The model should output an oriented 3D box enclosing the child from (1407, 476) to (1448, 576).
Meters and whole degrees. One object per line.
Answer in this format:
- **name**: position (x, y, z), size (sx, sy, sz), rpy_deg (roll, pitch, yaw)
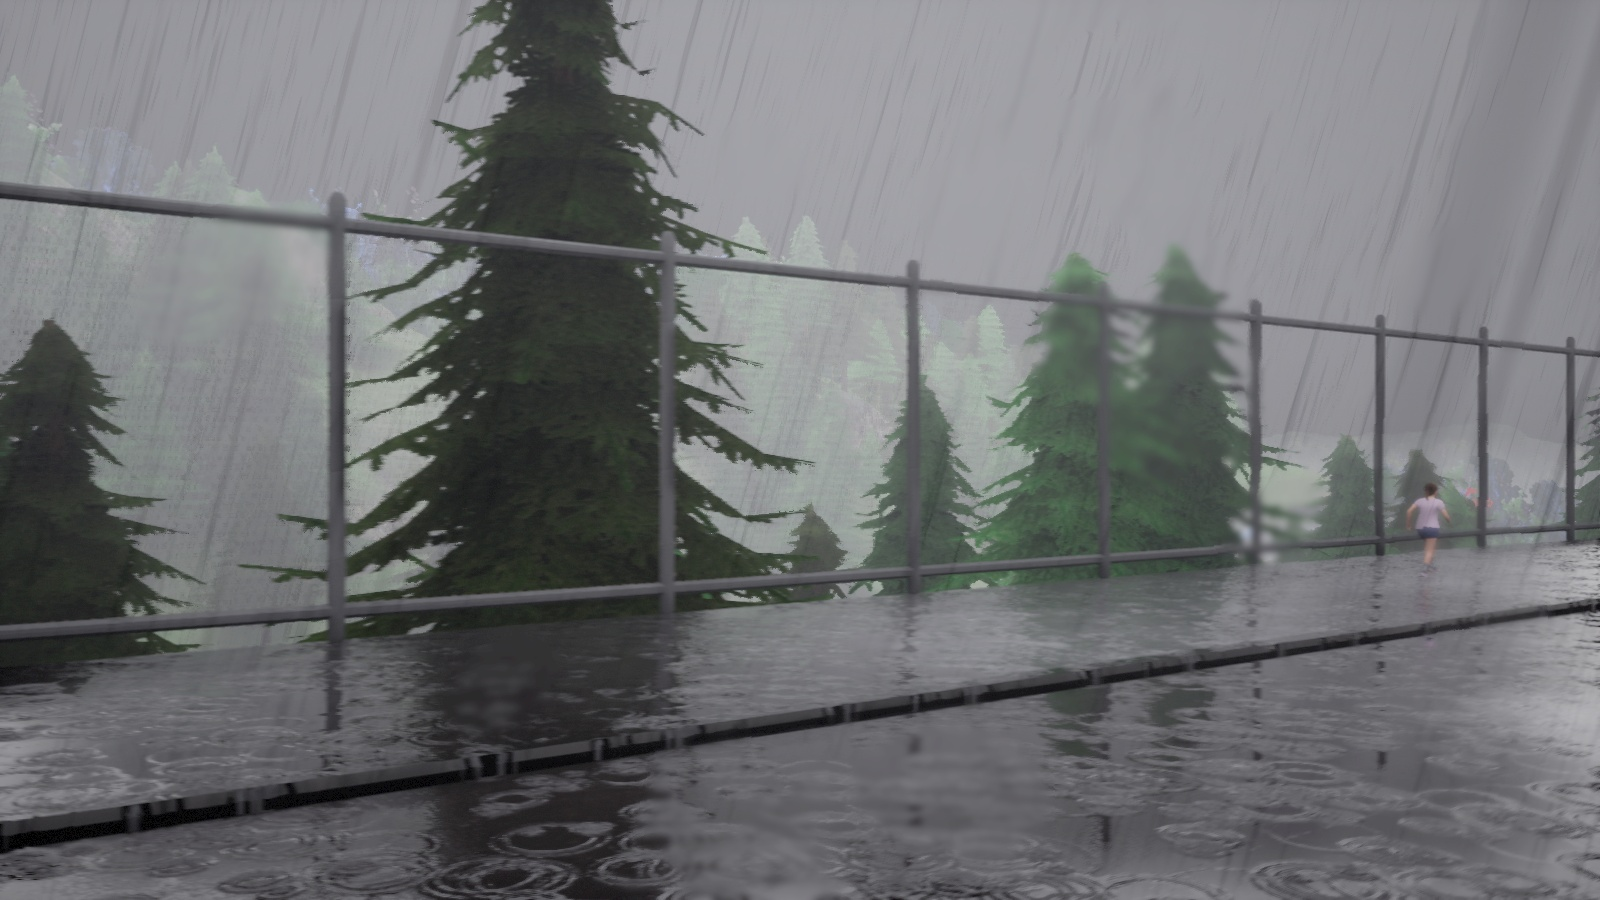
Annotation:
- **child**: position (7.156, 0.855, 14.314), size (0.394, 1.110, 0.255), rpy_deg (0, 0, -34)
